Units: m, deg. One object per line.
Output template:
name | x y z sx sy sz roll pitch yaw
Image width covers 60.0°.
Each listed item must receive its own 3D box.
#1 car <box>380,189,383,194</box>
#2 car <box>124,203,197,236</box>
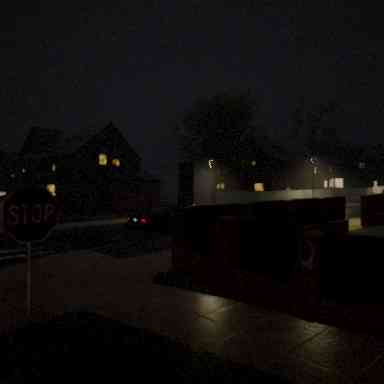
car | 22.021 0.395 36.106 4.553 1.767 2.097 -2 2 -41
car | -0.612 1.226 16.286 5.357 1.411 2.033 -2 2 -41
